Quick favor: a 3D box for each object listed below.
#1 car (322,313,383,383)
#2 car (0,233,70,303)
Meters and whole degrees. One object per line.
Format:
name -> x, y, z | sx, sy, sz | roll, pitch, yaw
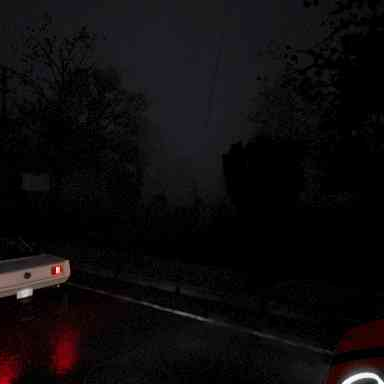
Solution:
car -> 3.101, 1.352, 1.815 | 4.553, 1.767, 2.097 | 0, 0, 35
car -> -4.920, 1.601, 7.494 | 4.718, 1.301, 1.895 | 0, 0, 35
